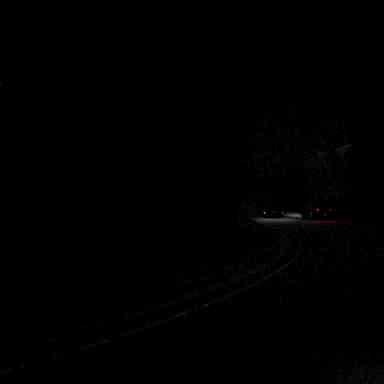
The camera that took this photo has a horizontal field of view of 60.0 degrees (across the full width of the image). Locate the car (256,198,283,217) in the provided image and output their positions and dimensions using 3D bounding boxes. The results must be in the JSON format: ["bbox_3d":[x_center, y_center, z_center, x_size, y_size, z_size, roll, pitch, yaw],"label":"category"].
[{"bbox_3d":[8.534,1.732,36.983,2.150,2.045,5.566,0,-1,3],"label":"car"}]

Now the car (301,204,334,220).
[{"bbox_3d":[11.881,1.841,31.798,2.128,1.511,4.902,0,-1,3],"label":"car"}]
